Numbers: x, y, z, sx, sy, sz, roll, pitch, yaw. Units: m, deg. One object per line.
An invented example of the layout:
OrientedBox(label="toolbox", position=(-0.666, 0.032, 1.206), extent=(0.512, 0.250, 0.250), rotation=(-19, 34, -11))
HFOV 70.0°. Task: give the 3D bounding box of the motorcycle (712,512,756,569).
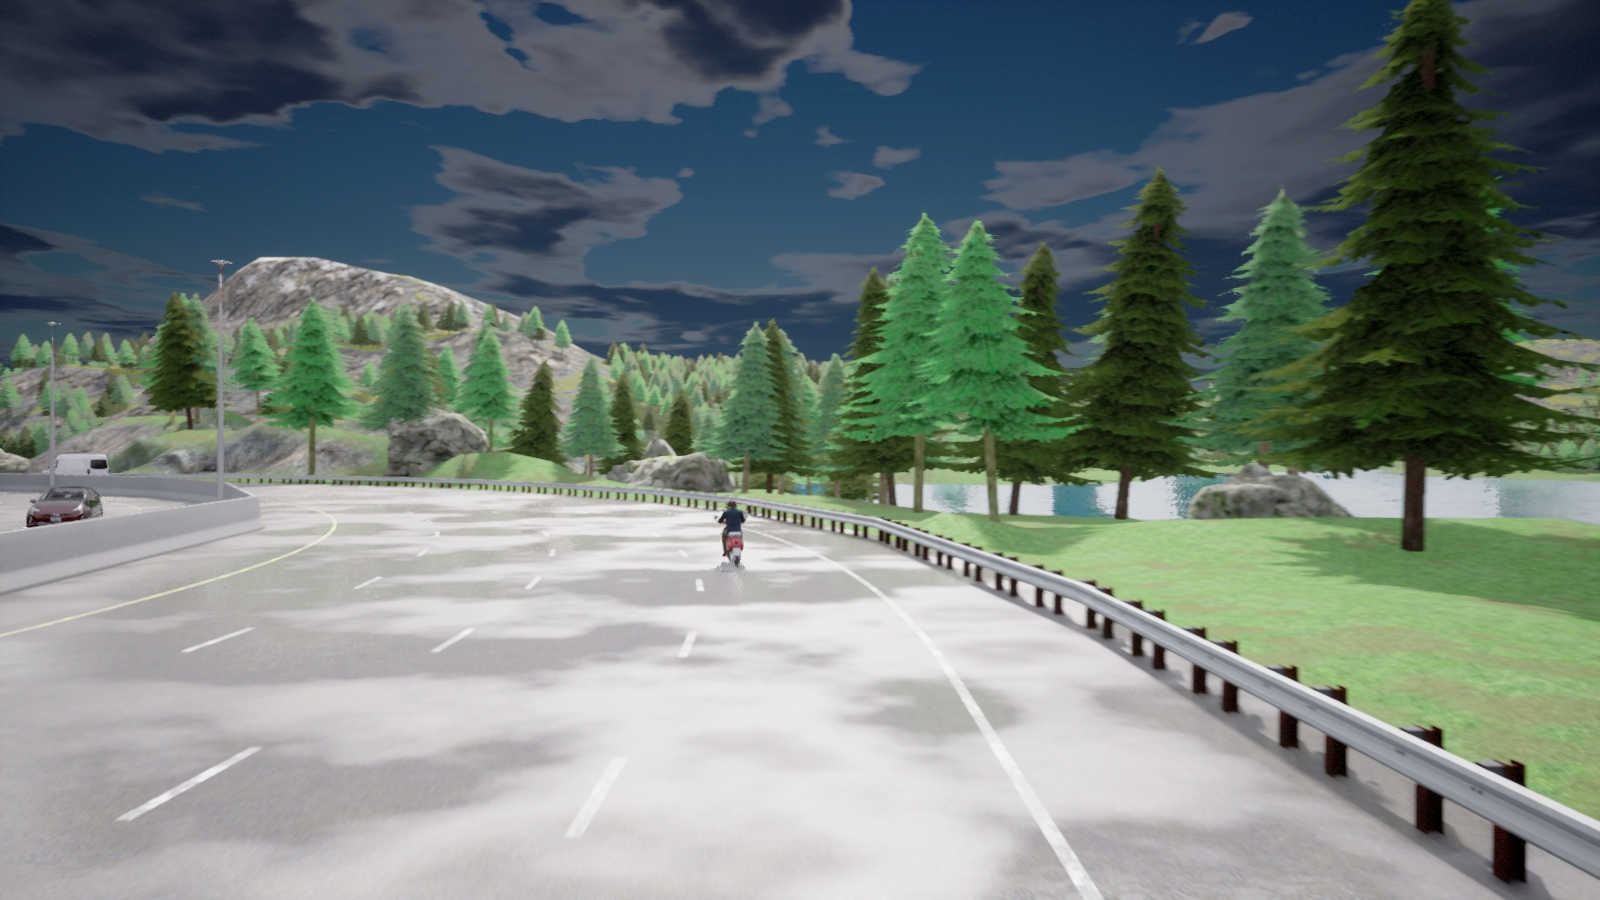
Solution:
OrientedBox(label="motorcycle", position=(-1.635, 2.201, 28.093), extent=(0.856, 1.236, 1.805), rotation=(-2, 0, -10))

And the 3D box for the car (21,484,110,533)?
OrientedBox(label="car", position=(-26.537, 2.084, 41.428), extent=(2.007, 1.525, 4.514), rotation=(0, 0, -24))
